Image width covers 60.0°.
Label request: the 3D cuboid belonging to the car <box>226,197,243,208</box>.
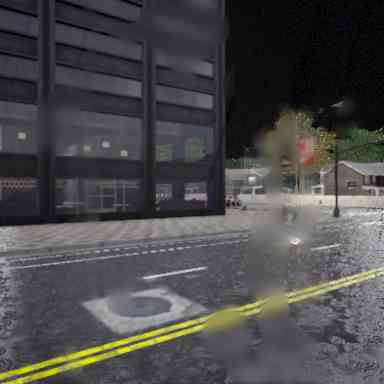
[{"bbox_3d":[5.163,1.434,46.897,1.882,1.535,5.008,0,1,-33],"label":"car"}]
